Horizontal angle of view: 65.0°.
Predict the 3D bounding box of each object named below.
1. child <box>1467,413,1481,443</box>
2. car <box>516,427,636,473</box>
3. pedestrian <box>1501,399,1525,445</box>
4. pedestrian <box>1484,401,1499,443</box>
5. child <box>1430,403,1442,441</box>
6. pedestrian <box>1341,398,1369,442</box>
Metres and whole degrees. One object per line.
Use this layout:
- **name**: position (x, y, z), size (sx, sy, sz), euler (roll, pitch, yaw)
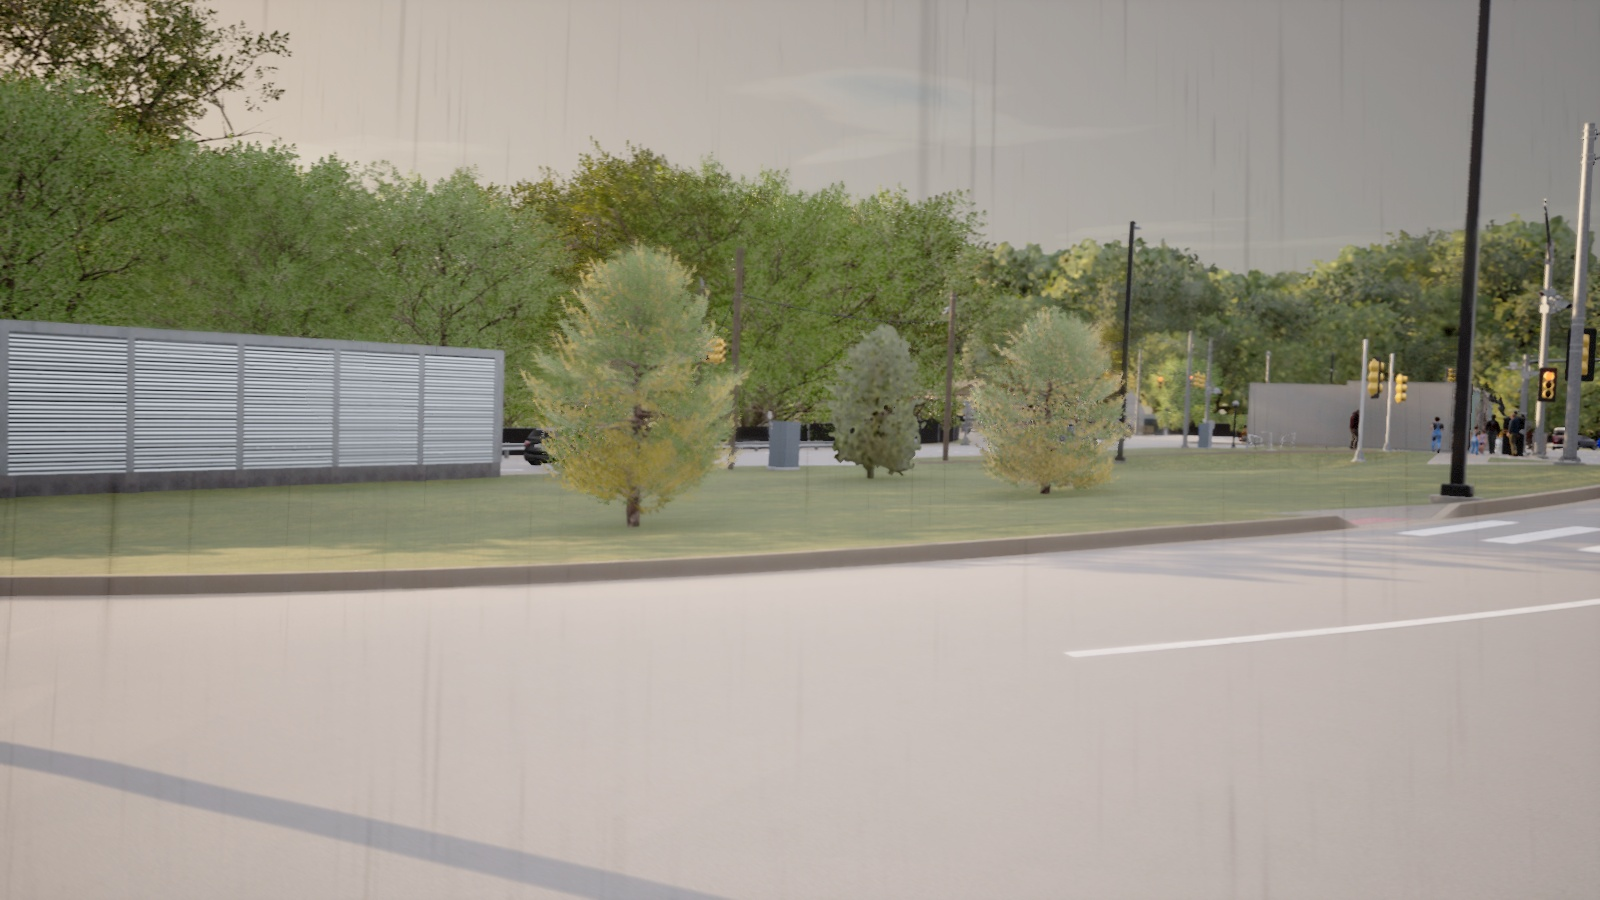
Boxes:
- **child**: position (28.694, -0.951, 53.474), size (0.437, 1.263, 0.270), euler (1, 1, -27)
- **car**: position (-9.215, -0.041, 51.976), size (2.242, 1.667, 4.611), euler (3, 3, 35)
- **pedestrian**: position (29.381, -1.150, 51.755), size (0.402, 1.842, 0.726), euler (1, 1, -11)
- **pedestrian**: position (31.560, -1.271, 57.310), size (0.402, 1.930, 0.666), euler (3, 1, 38)
- **child**: position (21.166, -0.933, 41.803), size (0.270, 1.263, 0.437), euler (2, 1, 21)
- **pedestrian**: position (23.749, -1.301, 53.737), size (0.899, 1.844, 0.634), euler (3, 1, 34)
